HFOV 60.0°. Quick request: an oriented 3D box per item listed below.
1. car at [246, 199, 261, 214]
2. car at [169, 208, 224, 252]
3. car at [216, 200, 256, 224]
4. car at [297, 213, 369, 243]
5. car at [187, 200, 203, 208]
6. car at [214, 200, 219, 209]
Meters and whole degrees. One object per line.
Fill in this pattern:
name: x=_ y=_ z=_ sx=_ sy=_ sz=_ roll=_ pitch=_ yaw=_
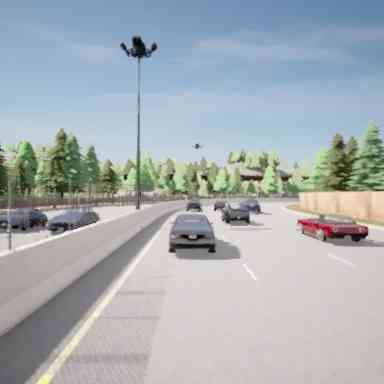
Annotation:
car: x=7.195 y=1.660 z=40.899 sx=2.097 sy=1.767 sz=4.553 roll=0 pitch=0 yaw=4
car: x=0.002 y=1.642 z=14.248 sx=2.033 sy=1.411 sz=5.357 roll=0 pitch=0 yaw=0
car: x=3.401 y=1.685 z=26.544 sx=2.128 sy=1.511 sz=4.902 roll=0 pitch=0 yaw=0
car: x=6.977 y=1.752 z=17.136 sx=1.895 sy=1.301 sz=4.718 roll=0 pitch=0 yaw=0
car: x=0.445 y=1.804 z=45.032 sx=1.837 sy=1.490 sz=4.892 roll=-1 pitch=0 yaw=7
car: x=4.307 y=1.831 z=48.076 sx=2.128 sy=1.511 sz=4.902 roll=0 pitch=0 yaw=9
